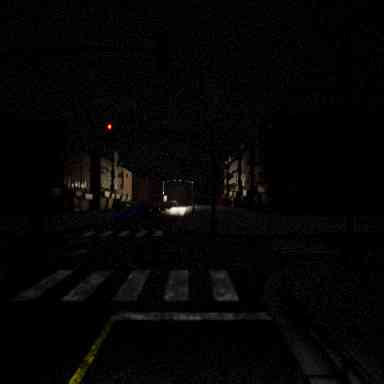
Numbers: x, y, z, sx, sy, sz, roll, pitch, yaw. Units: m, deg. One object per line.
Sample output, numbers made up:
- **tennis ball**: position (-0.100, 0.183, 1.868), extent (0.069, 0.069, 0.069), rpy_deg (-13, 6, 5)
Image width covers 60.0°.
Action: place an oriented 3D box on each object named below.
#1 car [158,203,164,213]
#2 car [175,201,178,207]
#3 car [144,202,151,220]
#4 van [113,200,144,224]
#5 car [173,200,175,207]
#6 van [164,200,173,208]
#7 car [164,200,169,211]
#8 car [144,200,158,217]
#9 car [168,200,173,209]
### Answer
- **car**: position (-5.419, 2.291, 46.710), extent (1.887, 1.381, 4.507), rpy_deg (2, -1, 0)
- **car**: position (-5.505, 3.365, 89.020), extent (2.008, 1.369, 4.403), rpy_deg (1, -2, 0)
- **car**: position (-5.388, 1.963, 31.148), extent (2.008, 1.369, 4.403), rpy_deg (2, -1, 0)
- **van**: position (-5.375, 1.684, 27.833), extent (1.690, 1.788, 3.998), rpy_deg (2, -1, 0)
- **car**: position (-5.471, 2.828, 73.157), extent (1.967, 1.590, 4.097), rpy_deg (1, -1, 0)
- **van**: position (-5.480, 2.867, 78.448), extent (1.690, 1.788, 3.998), rpy_deg (1, -2, 0)
- **car**: position (-5.442, 2.574, 57.288), extent (1.802, 1.307, 4.206), rpy_deg (2, -1, 0)
- **car**: position (-5.391, 1.832, 36.137), extent (2.192, 1.841, 5.009), rpy_deg (2, -1, 0)
- **car**: position (-5.462, 2.797, 67.866), extent (1.887, 1.381, 4.507), rpy_deg (1, -1, 0)
